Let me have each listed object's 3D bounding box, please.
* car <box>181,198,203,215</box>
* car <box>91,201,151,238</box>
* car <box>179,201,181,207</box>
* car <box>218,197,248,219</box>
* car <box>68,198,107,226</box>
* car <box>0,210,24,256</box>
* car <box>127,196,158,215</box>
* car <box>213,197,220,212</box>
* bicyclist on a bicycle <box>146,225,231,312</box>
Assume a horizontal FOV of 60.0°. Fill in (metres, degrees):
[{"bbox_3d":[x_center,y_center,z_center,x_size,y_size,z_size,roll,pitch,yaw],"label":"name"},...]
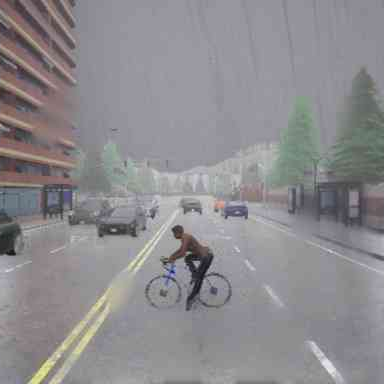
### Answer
[{"bbox_3d":[0.092,1.505,34.654,1.837,1.490,4.892,0,0,0],"label":"car"},{"bbox_3d":[-3.573,1.477,17.734,1.882,1.535,5.008,0,0,0],"label":"car"},{"bbox_3d":[-0.682,1.533,47.607,2.033,1.411,5.357,0,0,-9],"label":"car"},{"bbox_3d":[3.618,1.478,28.842,1.882,1.535,5.008,0,0,0],"label":"car"},{"bbox_3d":[-6.982,1.352,23.406,2.097,1.767,4.553,0,0,0],"label":"car"},{"bbox_3d":[-7.084,1.352,10.002,2.097,1.767,4.553,0,0,0],"label":"car"},{"bbox_3d":[-3.482,0.970,23.405,2.097,1.767,4.553,0,0,0],"label":"car"},{"bbox_3d":[3.607,1.352,38.062,2.097,1.767,4.553,0,0,0],"label":"car"},{"bbox_3d":[-0.082,1.455,6.375,1.656,1.620,0.582,-2,0,0],"label":"bicyclist on a bicycle"}]
